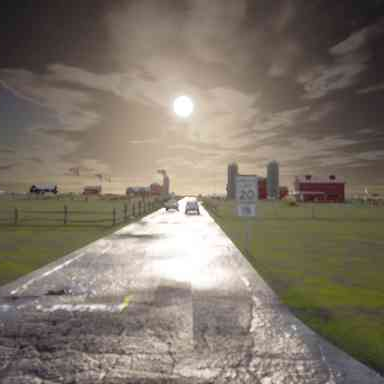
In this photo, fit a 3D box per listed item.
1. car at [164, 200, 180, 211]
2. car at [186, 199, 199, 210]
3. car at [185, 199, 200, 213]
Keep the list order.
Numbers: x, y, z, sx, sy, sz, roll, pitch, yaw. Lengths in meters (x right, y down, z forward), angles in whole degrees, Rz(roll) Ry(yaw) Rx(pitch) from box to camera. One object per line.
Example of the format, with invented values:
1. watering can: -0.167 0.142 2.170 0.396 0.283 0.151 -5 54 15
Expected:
1. car: -2.718 1.882 46.927 1.837 1.490 4.892 0 0 0
2. car: 0.037 1.896 51.928 1.882 1.535 5.008 0 0 0
3. car: 0.030 1.881 41.506 2.033 1.411 5.357 0 0 0
